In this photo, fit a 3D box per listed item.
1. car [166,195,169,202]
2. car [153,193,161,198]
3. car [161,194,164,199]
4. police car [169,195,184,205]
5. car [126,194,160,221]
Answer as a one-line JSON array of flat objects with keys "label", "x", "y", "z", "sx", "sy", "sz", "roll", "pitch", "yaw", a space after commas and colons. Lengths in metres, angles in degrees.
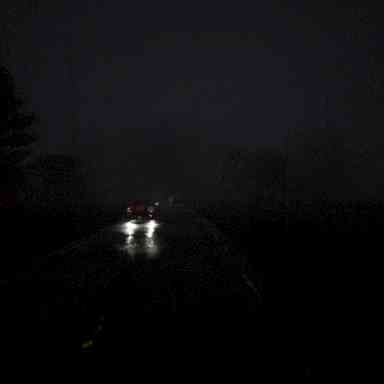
[{"label": "car", "x": -3.618, "y": 1.381, "z": 65.374, "sx": 1.812, "sy": 1.442, "sz": 4.674, "roll": 0, "pitch": 0, "yaw": -8}, {"label": "car", "x": -7.858, "y": 1.327, "z": 67.464, "sx": 1.882, "sy": 1.535, "sz": 5.008, "roll": 0, "pitch": 0, "yaw": -8}, {"label": "car", "x": -8.309, "y": 1.154, "z": 89.194, "sx": 1.882, "sy": 1.535, "sz": 5.008, "roll": 0, "pitch": 0, "yaw": -11}, {"label": "police car", "x": -2.377, "y": 1.299, "z": 55.513, "sx": 1.930, "sy": 1.638, "sz": 5.238, "roll": 0, "pitch": 0, "yaw": -7}, {"label": "car", "x": -3.912, "y": 1.291, "z": 26.319, "sx": 2.097, "sy": 1.767, "sz": 4.553, "roll": 0, "pitch": 0, "yaw": -3}]
